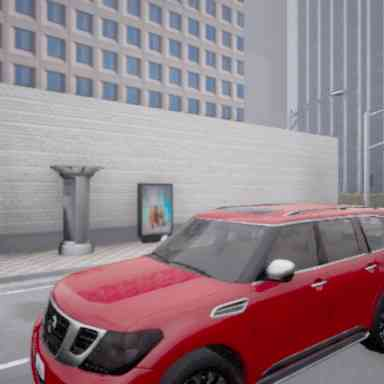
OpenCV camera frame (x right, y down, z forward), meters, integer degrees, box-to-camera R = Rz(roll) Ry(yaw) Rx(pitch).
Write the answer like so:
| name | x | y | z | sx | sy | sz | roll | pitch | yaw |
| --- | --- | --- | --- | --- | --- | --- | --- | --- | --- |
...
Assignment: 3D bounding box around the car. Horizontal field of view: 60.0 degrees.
| name | x | y | z | sx | sy | sz | roll | pitch | yaw |
| --- | --- | --- | --- | --- | --- | --- | --- | --- | --- |
| car | 0.900 | 1.219 | 4.585 | 5.566 | 2.045 | 2.150 | 0 | 0 | -35 |
